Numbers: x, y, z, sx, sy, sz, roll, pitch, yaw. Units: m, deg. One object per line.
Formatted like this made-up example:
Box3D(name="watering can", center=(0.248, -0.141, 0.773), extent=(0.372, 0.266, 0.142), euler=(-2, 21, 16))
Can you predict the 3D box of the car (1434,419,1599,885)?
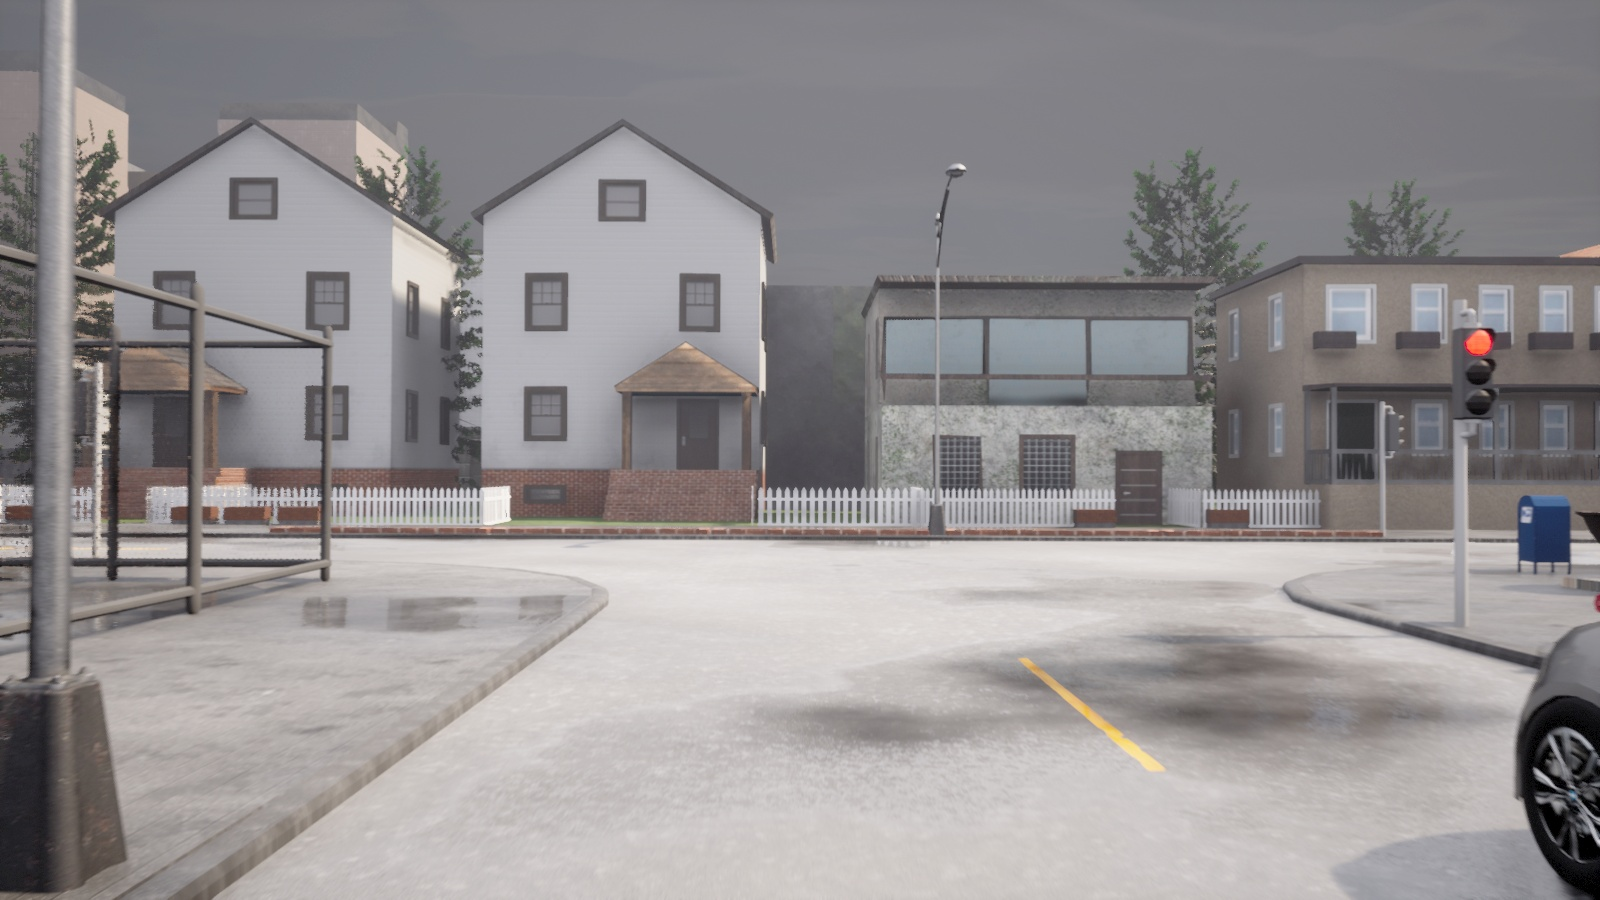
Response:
Box3D(name="car", center=(3.994, 0.699, 3.319), extent=(2.242, 1.667, 4.611), euler=(0, -1, -1))
